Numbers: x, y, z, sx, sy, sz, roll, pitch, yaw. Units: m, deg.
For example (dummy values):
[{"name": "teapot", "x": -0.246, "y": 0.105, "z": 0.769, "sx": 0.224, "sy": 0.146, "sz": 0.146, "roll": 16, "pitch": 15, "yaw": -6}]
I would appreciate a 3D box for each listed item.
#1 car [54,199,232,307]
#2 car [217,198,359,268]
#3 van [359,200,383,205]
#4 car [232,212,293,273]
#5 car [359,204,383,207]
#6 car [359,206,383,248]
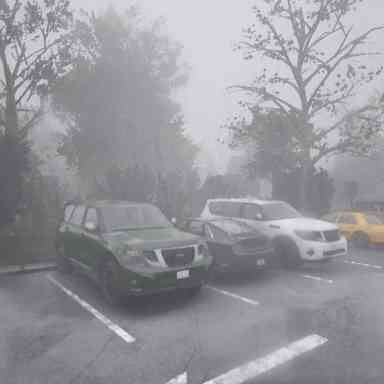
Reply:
[{"name": "car", "x": -1.846, "y": 1.235, "z": 8.582, "sx": 2.435, "sy": 2.045, "sz": 5.566, "roll": 0, "pitch": 0, "yaw": -37}, {"name": "car", "x": 2.504, "y": 1.265, "z": 11.887, "sx": 2.435, "sy": 2.045, "sz": 5.566, "roll": 0, "pitch": 0, "yaw": -37}, {"name": "van", "x": 11.483, "y": 1.447, "z": 18.536, "sx": 1.878, "sy": 1.987, "sz": 4.442, "roll": 1, "pitch": -1, "yaw": -37}, {"name": "car", "x": 0.265, "y": 1.500, "z": 10.214, "sx": 2.231, "sy": 1.521, "sz": 4.892, "roll": 0, "pitch": 0, "yaw": -37}, {"name": "car", "x": 9.066, "y": 1.621, "z": 17.095, "sx": 1.946, "sy": 1.575, "sz": 5.366, "roll": 1, "pitch": -1, "yaw": -37}, {"name": "car", "x": 6.940, "y": 1.580, "z": 15.495, "sx": 1.946, "sy": 1.575, "sz": 5.366, "roll": 1, "pitch": -1, "yaw": -37}]
